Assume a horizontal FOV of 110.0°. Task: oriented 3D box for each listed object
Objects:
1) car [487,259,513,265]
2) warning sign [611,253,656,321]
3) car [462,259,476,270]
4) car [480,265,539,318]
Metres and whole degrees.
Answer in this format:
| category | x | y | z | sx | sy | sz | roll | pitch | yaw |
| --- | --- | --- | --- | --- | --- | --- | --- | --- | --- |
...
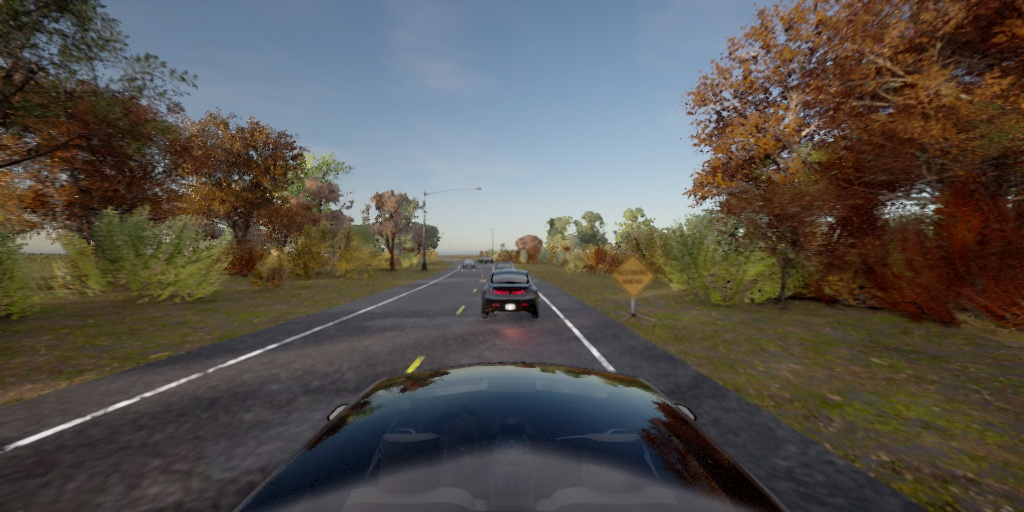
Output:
| category | x | y | z | sx | sy | sz | roll | pitch | yaw |
| --- | --- | --- | --- | --- | --- | --- | --- | --- | --- |
| car | -0.681 | 1.206 | 28.103 | 2.128 | 1.511 | 4.902 | 0 | 0 | -3 |
| warning sign | 3.473 | 0.851 | 10.324 | 1.300 | 1.860 | 1.060 | 0 | 0 | -1 |
| car | -6.225 | 1.198 | 52.247 | 1.812 | 1.442 | 4.674 | 0 | 0 | -5 |
| car | -0.092 | 1.242 | 12.970 | 1.837 | 1.490 | 4.892 | 0 | 0 | -1 |
